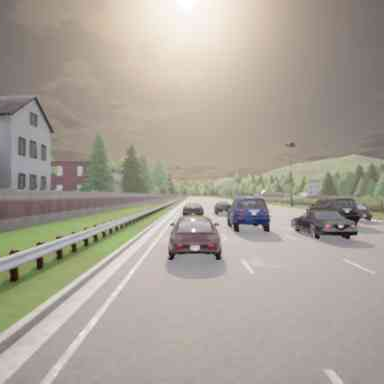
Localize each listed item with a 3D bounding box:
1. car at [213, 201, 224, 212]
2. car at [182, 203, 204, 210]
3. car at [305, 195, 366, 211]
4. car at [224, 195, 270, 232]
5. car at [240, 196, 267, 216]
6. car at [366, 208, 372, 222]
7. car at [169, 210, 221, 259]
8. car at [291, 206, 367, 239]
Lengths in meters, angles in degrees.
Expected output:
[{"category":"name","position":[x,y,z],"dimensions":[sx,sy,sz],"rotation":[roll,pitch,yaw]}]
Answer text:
[{"category":"car","position":[3.600,1.861,39.600],"dimensions":[1.837,1.490,4.892],"rotation":[0,0,0]},{"category":"car","position":[0.103,1.755,30.888],"dimensions":[1.882,1.535,5.008],"rotation":[0,-1,0]},{"category":"car","position":[10.600,1.450,25.377],"dimensions":[2.150,2.045,5.566],"rotation":[0,-1,0]},{"category":"car","position":[3.598,1.411,21.902],"dimensions":[2.150,2.045,5.566],"rotation":[0,-2,0]},{"category":"car","position":[7.101,1.572,38.951],"dimensions":[2.150,2.045,5.566],"rotation":[0,0,0]},{"category":"car","position":[14.101,1.791,29.496],"dimensions":[1.812,1.442,4.674],"rotation":[0,-1,0]},{"category":"car","position":[0.101,1.643,12.964],"dimensions":[1.812,1.442,4.674],"rotation":[0,-1,0]},{"category":"car","position":[7.101,1.713,18.377],"dimensions":[2.033,1.411,5.357],"rotation":[0,-1,0]}]
